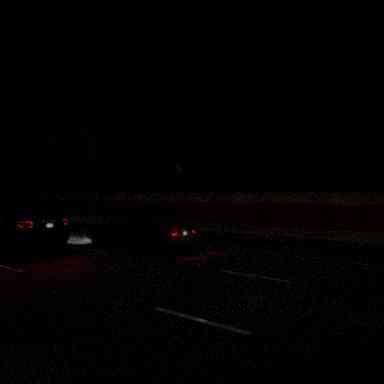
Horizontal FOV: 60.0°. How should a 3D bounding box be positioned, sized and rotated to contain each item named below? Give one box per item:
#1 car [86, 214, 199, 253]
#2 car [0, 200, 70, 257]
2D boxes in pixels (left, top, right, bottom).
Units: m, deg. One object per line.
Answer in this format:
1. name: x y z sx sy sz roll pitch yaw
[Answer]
1. car: -2.280 1.654 14.340 5.357 1.411 2.033 0 0 37
2. car: -7.374 1.332 13.778 5.566 2.045 2.150 0 -1 36
